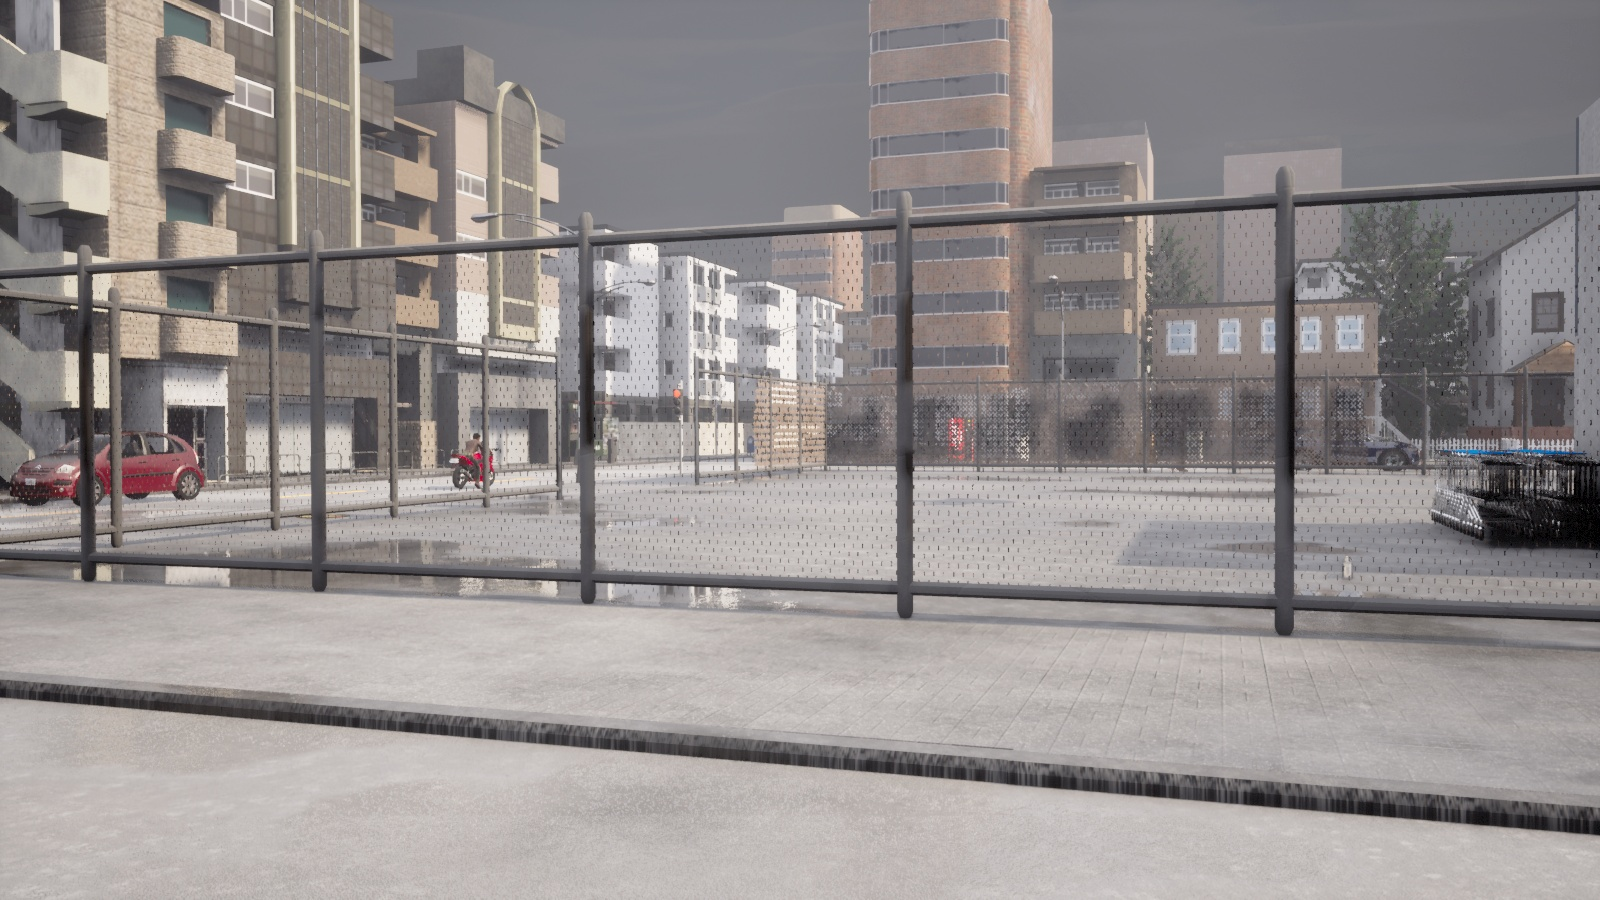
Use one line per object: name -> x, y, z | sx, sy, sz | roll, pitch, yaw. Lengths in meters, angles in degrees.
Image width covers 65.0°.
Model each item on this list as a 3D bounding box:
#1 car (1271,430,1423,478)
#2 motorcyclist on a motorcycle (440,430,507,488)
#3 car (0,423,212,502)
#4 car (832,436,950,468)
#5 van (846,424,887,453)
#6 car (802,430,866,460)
car -> 19.504, 0.109, 44.994 | 4.856, 1.649, 2.033 | 1, 1, 20
motorcyclist on a motorcycle -> -8.945, 0.223, 34.468 | 0.797, 1.523, 2.044 | 1, 1, 19
car -> -15.348, 0.220, 27.950 | 1.851, 1.617, 3.988 | 1, 1, 18
car -> 3.949, 0.069, 54.511 | 4.718, 1.301, 1.895 | 1, 1, 22
van -> 4.679, -0.807, 87.688 | 1.775, 1.987, 4.442 | 1, 1, 19
car -> 1.878, -0.281, 66.917 | 2.128, 1.511, 4.902 | 1, 1, 18
